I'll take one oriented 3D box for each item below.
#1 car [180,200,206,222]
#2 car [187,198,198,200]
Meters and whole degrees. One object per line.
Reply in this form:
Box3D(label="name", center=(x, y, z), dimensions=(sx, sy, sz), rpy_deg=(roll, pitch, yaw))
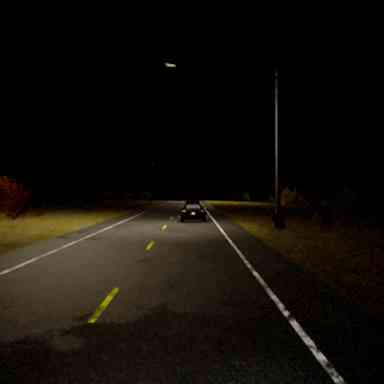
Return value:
Box3D(label="car", center=(0.093, 1.573, 26.853), dimensions=(1.994, 1.385, 4.181), rpy_deg=(0, 0, 0))
Box3D(label="car", center=(0.094, 1.521, 42.891), dimensions=(1.837, 1.490, 4.892), rpy_deg=(0, 0, 0))
